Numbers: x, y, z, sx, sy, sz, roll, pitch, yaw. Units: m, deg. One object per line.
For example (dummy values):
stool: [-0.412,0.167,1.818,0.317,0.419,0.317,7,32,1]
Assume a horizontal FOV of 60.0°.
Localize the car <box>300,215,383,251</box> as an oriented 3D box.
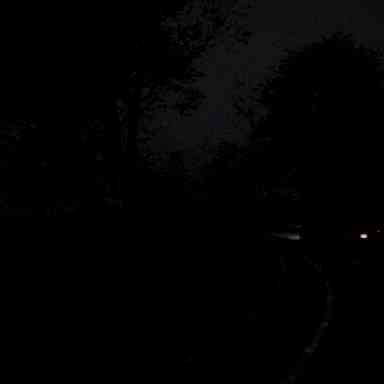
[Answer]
car: [6.396,1.683,14.690,1.994,1.385,4.181,0,-1,-4]
